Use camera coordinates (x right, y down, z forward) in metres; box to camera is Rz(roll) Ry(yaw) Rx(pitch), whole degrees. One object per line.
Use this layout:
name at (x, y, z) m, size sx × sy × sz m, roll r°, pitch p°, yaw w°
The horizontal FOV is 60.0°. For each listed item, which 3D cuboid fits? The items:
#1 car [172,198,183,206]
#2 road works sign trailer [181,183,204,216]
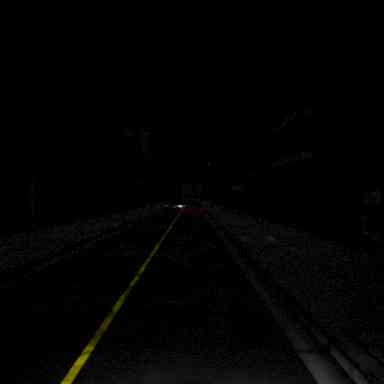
car at (-3.069, 2.015, 71.833) m, size 2.097 × 1.767 × 4.553 m, roll 0°, pitch -1°, yaw 0°
road works sign trailer at (-0.029, 0.786, 36.190) m, size 2.380 × 3.560 × 2.880 m, roll 0°, pitch -1°, yaw 0°
